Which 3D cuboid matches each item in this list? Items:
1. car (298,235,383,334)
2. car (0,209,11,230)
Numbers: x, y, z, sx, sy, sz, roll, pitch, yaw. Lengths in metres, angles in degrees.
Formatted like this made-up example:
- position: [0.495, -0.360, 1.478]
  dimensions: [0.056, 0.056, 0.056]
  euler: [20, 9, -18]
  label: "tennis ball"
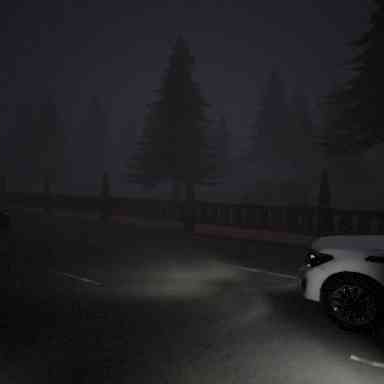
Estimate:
- position: [4.567, 1.246, 5.034]
  dimensions: [5.566, 2.045, 2.150]
  euler: [2, 1, 35]
  label: "car"
- position: [-10.408, 1.074, 15.718]
  dimensions: [4.181, 1.385, 1.994]
  euler: [2, 1, 35]
  label: "car"
